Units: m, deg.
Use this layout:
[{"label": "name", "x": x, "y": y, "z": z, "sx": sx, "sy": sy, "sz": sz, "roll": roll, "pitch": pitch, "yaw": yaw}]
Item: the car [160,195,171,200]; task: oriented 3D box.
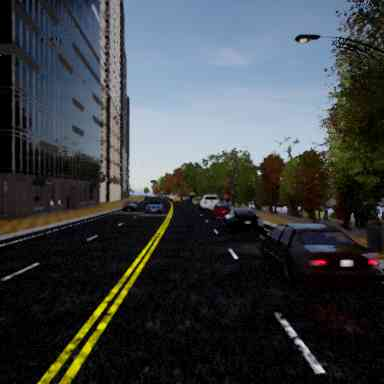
[{"label": "car", "x": -6.558, "y": 1.287, "z": 78.186, "sx": 2.097, "sy": 1.767, "sz": 4.553, "roll": 0, "pitch": 0, "yaw": -5}]

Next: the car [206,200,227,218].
[{"label": "car", "x": 2.709, "y": 1.700, "z": 31.359, "sx": 1.994, "sy": 1.385, "sz": 4.181, "roll": 0, "pitch": 0, "yaw": -2}]

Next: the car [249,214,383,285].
[{"label": "car", "x": 3.283, "y": 1.590, "z": 9.667, "sx": 2.033, "sy": 1.411, "sz": 5.357, "roll": 0, "pitch": 0, "yaw": -1}]

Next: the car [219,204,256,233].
[{"label": "car", "x": 3.020, "y": 1.654, "z": 20.306, "sx": 1.994, "sy": 1.385, "sz": 4.181, "roll": 0, "pitch": 0, "yaw": -1}]

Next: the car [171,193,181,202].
[{"label": "car", "x": -3.797, "y": 1.797, "z": 84.012, "sx": 1.882, "sy": 1.535, "sz": 5.008, "roll": 0, "pitch": 0, "yaw": -5}]

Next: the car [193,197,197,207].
[{"label": "car", "x": 1.703, "y": 1.823, "z": 53.478, "sx": 1.895, "sy": 1.301, "sz": 4.718, "roll": 0, "pitch": 0, "yaw": -3}]

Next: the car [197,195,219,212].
[{"label": "car", "x": 2.269, "y": 1.402, "z": 42.438, "sx": 2.150, "sy": 2.045, "sz": 5.566, "roll": 0, "pitch": 0, "yaw": -3}]

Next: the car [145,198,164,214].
[{"label": "car", "x": -4.128, "y": 1.692, "z": 37.412, "sx": 1.812, "sy": 1.442, "sz": 4.674, "roll": 0, "pitch": 0, "yaw": -2}]

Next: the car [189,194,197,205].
[{"label": "car", "x": 0.996, "y": 1.720, "z": 64.673, "sx": 1.801, "sy": 1.575, "sz": 5.366, "roll": 0, "pitch": 0, "yaw": -4}]

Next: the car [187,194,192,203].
[{"label": "car", "x": 0.183, "y": 1.523, "z": 75.540, "sx": 2.150, "sy": 2.045, "sz": 5.566, "roll": 0, "pitch": 0, "yaw": -5}]

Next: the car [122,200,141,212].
[{"label": "car", "x": -7.563, "y": 1.734, "z": 41.932, "sx": 2.033, "sy": 1.411, "sz": 5.357, "roll": 0, "pitch": 0, "yaw": -2}]
